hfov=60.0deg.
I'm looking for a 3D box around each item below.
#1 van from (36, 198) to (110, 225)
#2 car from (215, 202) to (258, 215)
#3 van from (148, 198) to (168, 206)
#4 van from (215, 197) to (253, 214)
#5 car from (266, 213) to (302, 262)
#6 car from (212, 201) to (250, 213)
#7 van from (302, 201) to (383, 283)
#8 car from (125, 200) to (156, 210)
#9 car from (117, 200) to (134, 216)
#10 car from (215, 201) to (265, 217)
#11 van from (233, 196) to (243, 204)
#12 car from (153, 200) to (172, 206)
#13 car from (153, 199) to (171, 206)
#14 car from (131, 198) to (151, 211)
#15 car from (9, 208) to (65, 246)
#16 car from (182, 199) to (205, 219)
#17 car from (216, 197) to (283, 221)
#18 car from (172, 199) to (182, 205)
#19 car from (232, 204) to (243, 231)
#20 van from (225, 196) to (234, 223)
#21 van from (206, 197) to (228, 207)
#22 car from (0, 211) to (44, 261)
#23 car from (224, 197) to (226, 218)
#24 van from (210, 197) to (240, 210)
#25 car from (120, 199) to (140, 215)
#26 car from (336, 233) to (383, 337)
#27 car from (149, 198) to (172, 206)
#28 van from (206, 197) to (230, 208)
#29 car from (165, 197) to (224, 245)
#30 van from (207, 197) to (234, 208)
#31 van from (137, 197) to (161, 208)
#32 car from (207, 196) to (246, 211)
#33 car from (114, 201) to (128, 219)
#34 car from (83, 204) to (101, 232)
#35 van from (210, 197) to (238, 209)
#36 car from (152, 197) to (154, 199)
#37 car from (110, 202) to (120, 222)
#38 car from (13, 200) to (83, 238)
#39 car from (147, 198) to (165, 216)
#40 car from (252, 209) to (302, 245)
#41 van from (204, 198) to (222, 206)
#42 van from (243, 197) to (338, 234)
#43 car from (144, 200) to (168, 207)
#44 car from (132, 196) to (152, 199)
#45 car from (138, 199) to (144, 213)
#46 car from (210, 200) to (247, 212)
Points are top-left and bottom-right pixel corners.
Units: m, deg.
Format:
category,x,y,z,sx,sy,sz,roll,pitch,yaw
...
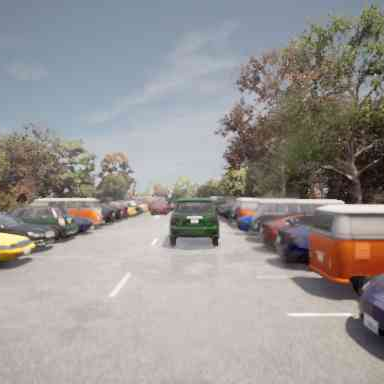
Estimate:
category,x,y,z,sx,sy,sz,roll,pitch,yaw
van,-7.918,1.397,21.558,4.442,1.987,1.878,0,-1,0
car,5.052,1.852,38.225,4.674,1.452,2.002,0,-1,0
van,-7.905,2.327,77.057,4.442,1.987,1.878,0,-2,0
van,5.166,1.618,40.998,4.442,1.987,1.878,0,-1,0
car,5.071,1.547,10.533,4.792,1.488,2.163,0,0,0
car,5.048,1.914,43.639,4.674,1.452,2.002,0,-1,0
van,5.158,1.278,7.763,4.442,1.987,1.878,0,0,0
car,-8.025,2.011,52.091,4.674,1.452,2.002,0,-1,0
car,-8.062,1.747,29.883,4.792,1.488,2.163,0,-1,0
car,5.043,1.779,35.330,5.008,1.535,2.097,0,-1,0
van,5.161,1.395,21.482,4.442,1.987,1.878,0,-1,0
car,-8.012,2.943,90.922,5.008,1.535,2.097,0,-2,0
car,-7.988,2.734,88.150,4.553,1.767,2.185,0,-2,0
car,-8.216,1.841,40.988,5.366,1.575,1.946,0,-1,0
car,-8.043,1.538,13.227,4.892,1.521,2.231,0,0,0
car,0.108,1.625,33.004,2.097,1.767,4.553,0,-1,0
car,5.019,1.465,29.792,5.566,2.045,2.435,0,-1,0
car,-3.481,2.288,79.275,2.033,1.411,5.357,0,-2,0
car,5.049,1.590,18.710,5.008,1.535,2.097,0,-1,0
van,4.929,1.427,24.252,4.442,1.987,1.878,0,-1,0
van,5.173,2.092,68.553,4.442,1.987,1.878,0,-2,0
car,-7.852,1.514,10.459,5.366,1.575,1.946,0,0,0
car,5.018,1.433,27.022,5.566,2.045,2.435,0,-1,0
van,5.169,1.744,52.078,4.442,1.987,1.878,0,-1,0
car,-8.218,1.746,32.660,5.366,1.575,1.946,0,-1,0
car,5.013,1.523,4.868,4.792,1.488,2.163,0,0,0
car,-8.048,2.530,85.383,5.566,2.045,2.435,0,-2,0
van,4.938,1.940,63.016,4.442,1.987,1.878,0,-2,0
car,0.103,1.305,16.178,2.150,2.045,5.566,0,0,0
van,4.937,1.807,57.626,4.442,1.987,1.878,0,-1,0
van,-8.141,1.945,63.181,4.442,1.987,1.878,0,-2,0
car,5.023,1.687,49.308,5.566,2.045,2.435,0,-1,0
car,-8.063,1.716,27.107,4.792,1.488,2.163,0,-1,0
car,-8.006,1.621,18.779,4.792,1.488,2.163,0,-1,0
van,5.169,1.774,54.723,4.442,1.987,1.878,0,-1,0
car,-8.060,1.782,46.541,4.553,1.767,2.185,0,-1,0
car,-8.063,1.684,24.331,4.792,1.488,2.163,0,-1,0
car,-8.005,1.437,16.007,4.553,1.767,2.185,0,-1,0
car,-3.588,1.805,37.793,1.882,1.535,5.008,0,-1,0
car,5.072,1.565,13.172,4.792,1.488,2.163,0,-1,0
van,5.176,2.473,82.399,4.442,1.987,1.878,0,-2,0
van,4.935,1.335,15.927,4.442,1.987,1.878,0,-1,0
car,-8.017,2.476,74.275,5.008,1.535,2.097,0,-2,0
car,-8.061,1.750,43.765,4.553,1.767,2.185,0,-1,0
car,-8.025,1.782,35.436,4.892,1.521,2.231,0,-1,0
car,5.045,1.905,46.410,5.008,1.535,2.097,0,-1,0
